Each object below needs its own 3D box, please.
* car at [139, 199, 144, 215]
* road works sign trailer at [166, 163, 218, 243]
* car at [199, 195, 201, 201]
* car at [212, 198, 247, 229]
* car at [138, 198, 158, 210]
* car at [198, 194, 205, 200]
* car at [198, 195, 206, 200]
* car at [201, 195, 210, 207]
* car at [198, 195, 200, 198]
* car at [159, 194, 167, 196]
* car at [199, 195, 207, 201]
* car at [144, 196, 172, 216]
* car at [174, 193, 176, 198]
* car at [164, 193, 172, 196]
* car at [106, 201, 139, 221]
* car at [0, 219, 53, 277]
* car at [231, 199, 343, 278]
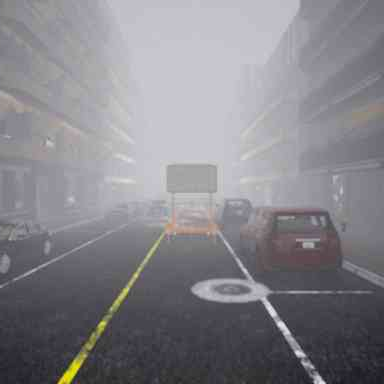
[{"bbox_3d":[-5.711,1.535,32.451,1.802,1.307,4.206,-1,0,0],"label":"car"},{"bbox_3d":[-0.002,0.441,15.864,2.380,3.560,2.880,0,0,1],"label":"road works sign trailer"},{"bbox_3d":[2.661,1.487,54.833,1.947,1.339,4.313,-1,0,0],"label":"car"},{"bbox_3d":[2.669,1.284,21.221,2.192,1.841,5.009,-1,0,0],"label":"car"},{"bbox_3d":[-5.715,1.488,43.655,2.008,1.369,4.403,-1,0,0],"label":"car"},{"bbox_3d":[2.648,1.394,94.218,1.752,1.417,4.829,-1,0,0],"label":"car"},{"bbox_3d":[2.649,1.427,88.446,2.008,1.369,4.403,-1,0,0],"label":"car"},{"bbox_3d":[2.662,1.454,49.401,1.752,1.417,4.829,-1,0,0],"label":"car"},{"bbox_3d":[2.657,1.354,60.435,1.967,1.590,4.097,-1,0,0],"label":"car"},{"bbox_3d":[-5.719,1.472,54.859,2.008,1.369,4.403,-1,0,0],"label":"car"},{"bbox_3d":[2.652,1.450,82.843,1.947,1.339,4.313,-1,0,0],"label":"car"},{"bbox_3d":[-3.108,1.459,31.745,1.837,1.490,4.892,0,0,0],"label":"car"},{"bbox_3d":[-5.732,1.420,94.073,2.008,1.369,4.403,-1,0,0],"label":"car"},{"bbox_3d":[-5.726,1.221,66.063,2.192,1.841,5.009,-1,0,0],"label":"car"},{"bbox_3d":[-5.709,1.543,26.849,1.802,1.307,4.206,-1,0,0],"label":"car"},{"bbox_3d":[-5.711,1.536,10.043,2.008,1.369,4.403,-1,0,0],"label":"car"},{"bbox_3d":[2.673,1.300,10.017,2.192,1.841,5.009,-1,0,0],"label":"car"}]
